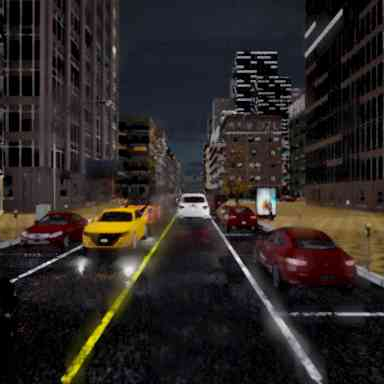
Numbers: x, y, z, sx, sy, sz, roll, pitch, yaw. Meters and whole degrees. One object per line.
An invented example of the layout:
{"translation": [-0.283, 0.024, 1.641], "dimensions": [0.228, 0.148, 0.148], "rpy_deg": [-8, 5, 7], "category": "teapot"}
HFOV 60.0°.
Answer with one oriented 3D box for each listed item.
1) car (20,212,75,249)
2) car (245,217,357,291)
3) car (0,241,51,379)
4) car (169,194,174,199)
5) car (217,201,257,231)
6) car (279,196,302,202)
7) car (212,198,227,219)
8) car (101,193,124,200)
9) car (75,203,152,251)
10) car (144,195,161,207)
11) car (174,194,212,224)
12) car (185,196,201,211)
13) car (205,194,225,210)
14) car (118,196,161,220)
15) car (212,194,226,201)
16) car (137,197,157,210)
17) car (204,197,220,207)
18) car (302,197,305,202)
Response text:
{"translation": [-5.654, 1.530, 14.256], "dimensions": [1.802, 1.307, 4.206], "rpy_deg": [1, 0, 0], "category": "car"}
{"translation": [2.714, 1.558, 8.676], "dimensions": [1.802, 1.307, 4.206], "rpy_deg": [1, 0, 0], "category": "car"}
{"translation": [-3.099, 1.482, 2.257], "dimensions": [2.128, 1.511, 4.902], "rpy_deg": [0, 0, 0], "category": "car"}
{"translation": [-5.469, 1.240, 90.969], "dimensions": [1.752, 1.417, 4.829], "rpy_deg": [1, 0, 0], "category": "car"}
{"translation": [2.741, 1.486, 19.795], "dimensions": [1.887, 1.381, 4.507], "rpy_deg": [1, 0, 0], "category": "car"}
{"translation": [21.016, 1.550, 72.275], "dimensions": [4.097, 1.590, 1.967], "rpy_deg": [1, -1, 0], "category": "car"}
{"translation": [2.755, 1.448, 25.524], "dimensions": [1.752, 1.417, 4.829], "rpy_deg": [1, 0, 0], "category": "car"}
{"translation": [-17.083, 1.016, 72.041], "dimensions": [4.507, 1.381, 1.887], "rpy_deg": [1, -1, 0], "category": "car"}
{"translation": [-3.062, 1.429, 14.131], "dimensions": [1.882, 1.535, 5.008], "rpy_deg": [0, 0, 0], "category": "car"}
{"translation": [-5.571, 1.285, 47.613], "dimensions": [1.967, 1.590, 4.097], "rpy_deg": [1, 0, 0], "category": "car"}
{"translation": [0.111, 1.146, 24.484], "dimensions": [2.150, 2.045, 5.566], "rpy_deg": [0, 0, 1], "category": "car"}
{"translation": [0.150, 1.351, 40.415], "dimensions": [1.882, 1.535, 5.008], "rpy_deg": [0, 1, 1], "category": "car"}
{"translation": [2.796, 1.187, 42.031], "dimensions": [2.192, 1.841, 5.009], "rpy_deg": [1, 0, 0], "category": "car"}
{"translation": [-2.957, 1.009, 19.227], "dimensions": [2.097, 1.767, 4.553], "rpy_deg": [0, 0, 0], "category": "car"}
{"translation": [2.783, 1.204, 36.472], "dimensions": [2.192, 1.841, 5.009], "rpy_deg": [1, 0, 0], "category": "car"}
{"translation": [-5.586, 1.388, 41.883], "dimensions": [1.752, 1.417, 4.829], "rpy_deg": [1, 0, 0], "category": "car"}
{"translation": [2.807, 1.400, 47.592], "dimensions": [1.887, 1.381, 4.507], "rpy_deg": [1, 0, 0], "category": "car"}
{"translation": [26.446, 1.781, 80.615], "dimensions": [4.829, 1.417, 1.752], "rpy_deg": [1, -1, 0], "category": "car"}
